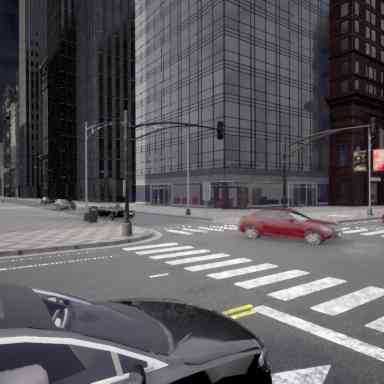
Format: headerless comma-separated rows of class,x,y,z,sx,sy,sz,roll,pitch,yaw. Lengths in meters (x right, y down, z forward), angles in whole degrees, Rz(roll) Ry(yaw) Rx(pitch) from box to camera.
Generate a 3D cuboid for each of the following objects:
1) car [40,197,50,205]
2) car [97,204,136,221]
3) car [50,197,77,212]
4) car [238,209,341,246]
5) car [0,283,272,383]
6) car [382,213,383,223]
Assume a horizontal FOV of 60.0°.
car,-27.607,1.649,63.486,1.837,1.490,4.892,0,0,-35
car,-6.558,1.656,28.273,1.895,1.301,4.718,0,0,-35
car,-15.806,1.597,41.333,1.837,1.490,4.892,0,0,-35
car,4.347,1.525,15.371,4.674,1.442,1.812,0,0,38
car,-1.475,1.491,2.386,4.902,1.511,2.128,0,0,-36
car,14.773,1.357,22.374,4.553,1.767,2.097,0,0,-36
